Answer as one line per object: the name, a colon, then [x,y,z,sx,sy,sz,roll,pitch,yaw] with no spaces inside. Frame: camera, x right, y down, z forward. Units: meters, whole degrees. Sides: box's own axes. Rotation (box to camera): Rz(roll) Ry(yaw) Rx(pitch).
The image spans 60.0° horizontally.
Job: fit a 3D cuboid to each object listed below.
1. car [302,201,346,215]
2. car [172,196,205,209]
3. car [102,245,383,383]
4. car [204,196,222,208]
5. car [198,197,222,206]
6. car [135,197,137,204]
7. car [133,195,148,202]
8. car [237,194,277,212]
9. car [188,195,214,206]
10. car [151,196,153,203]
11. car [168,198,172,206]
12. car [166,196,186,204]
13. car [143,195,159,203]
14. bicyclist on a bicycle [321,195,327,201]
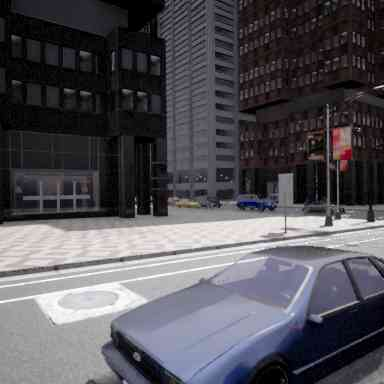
car: [13.495,1.627,34.203,1.994,1.385,4.181,-1,0,-36]
car: [-0.581,1.701,49.318,1.752,1.417,4.829,-1,1,-36]
car: [1.559,1.546,4.796,5.357,1.411,2.033,0,0,-36]
car: [2.484,1.694,49.625,1.994,1.385,4.181,-1,0,-35]
car: [3.107,1.614,58.821,1.887,1.381,4.507,-1,1,-36]
car: [-10.141,1.821,62.703,1.802,1.307,4.206,-1,1,-36]
car: [-12.660,1.620,80.893,1.967,1.590,4.097,-1,1,-36]
car: [8.038,1.318,41.829,2.150,2.045,5.566,-1,0,-36]
car: [1.445,1.459,56.568,2.097,1.767,4.553,-1,1,-36]
car: [-7.628,1.674,69.272,1.837,1.490,4.892,-1,0,-36]
car: [-3.309,1.731,57.800,1.994,1.385,4.181,-1,0,-35]
car: [-3.299,1.638,67.788,1.752,1.417,4.829,-1,1,-36]
car: [-9.507,1.597,76.478,1.967,1.590,4.097,-1,1,-36]
bicyclist on a bicycle: [17.380,1.254,43.770,1.656,1.620,0.582,-1,1,-36]
